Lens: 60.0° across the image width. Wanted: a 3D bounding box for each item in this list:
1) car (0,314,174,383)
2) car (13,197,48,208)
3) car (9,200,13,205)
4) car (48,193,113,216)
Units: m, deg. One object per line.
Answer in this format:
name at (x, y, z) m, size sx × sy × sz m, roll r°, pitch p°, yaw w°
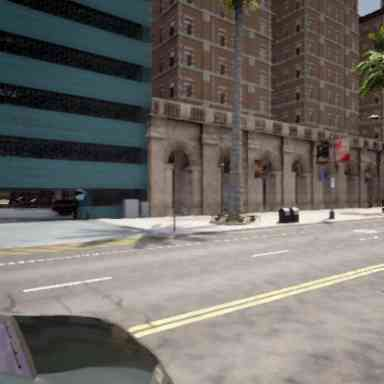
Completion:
car at (-2.152, 1.564, 2.288) m, size 4.181 × 1.385 × 1.994 m, roll 0°, pitch 0°, yaw -35°
car at (-21.578, 1.540, 46.005) m, size 4.718 × 1.301 × 1.895 m, roll 0°, pitch 0°, yaw -36°
car at (-27.978, 1.500, 55.690) m, size 4.786 × 1.482 × 2.161 m, roll 0°, pitch 0°, yaw -36°
car at (-10.153, 1.095, 31.433) m, size 5.566 × 2.045 × 2.435 m, roll 0°, pitch 0°, yaw -36°
